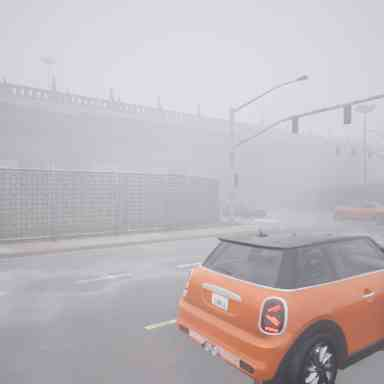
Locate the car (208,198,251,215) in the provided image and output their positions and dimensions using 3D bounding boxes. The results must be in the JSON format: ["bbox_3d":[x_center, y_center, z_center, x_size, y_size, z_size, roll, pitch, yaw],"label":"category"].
[{"bbox_3d":[4.002,1.533,36.486,1.882,1.535,5.008,0,0,-36],"label":"car"}]

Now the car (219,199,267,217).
[{"bbox_3d":[4.611,1.619,29.615,1.994,1.385,4.181,0,0,-36],"label":"car"}]

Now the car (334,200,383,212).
[{"bbox_3d":[12.780,1.377,24.201,2.097,1.767,4.553,0,0,-36],"label":"car"}]

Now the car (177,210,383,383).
[{"bbox_3d":[2.081,1.352,5.272,4.553,1.767,2.097,0,0,-35],"label":"car"}]
